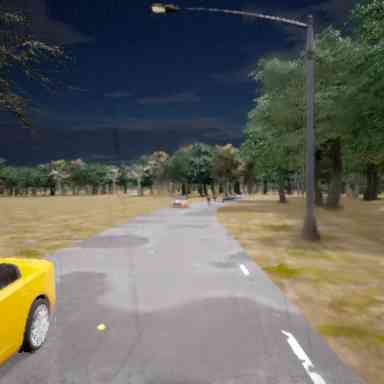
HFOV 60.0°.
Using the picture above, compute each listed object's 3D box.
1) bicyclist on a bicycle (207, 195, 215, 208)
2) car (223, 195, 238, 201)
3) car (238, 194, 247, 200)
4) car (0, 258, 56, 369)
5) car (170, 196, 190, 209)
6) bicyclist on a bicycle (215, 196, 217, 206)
[{"bbox_3d":[2.227,1.306,43.306,0.659,1.776,1.843,0,0,7],"label":"bicyclist on a bicycle"},{"bbox_3d":[8.246,1.362,73.312,1.895,1.301,4.718,0,1,19],"label":"car"},{"bbox_3d":[12.690,1.253,84.961,1.895,1.301,4.718,0,1,24],"label":"car"},{"bbox_3d":[-3.087,1.475,3.282,1.882,1.535,5.008,0,0,0],"label":"car"},{"bbox_3d":[-1.569,1.280,44.195,2.097,1.767,4.553,0,0,8],"label":"car"},{"bbox_3d":[3.614,1.274,52.050,0.659,1.776,1.843,0,1,10],"label":"bicyclist on a bicycle"}]
